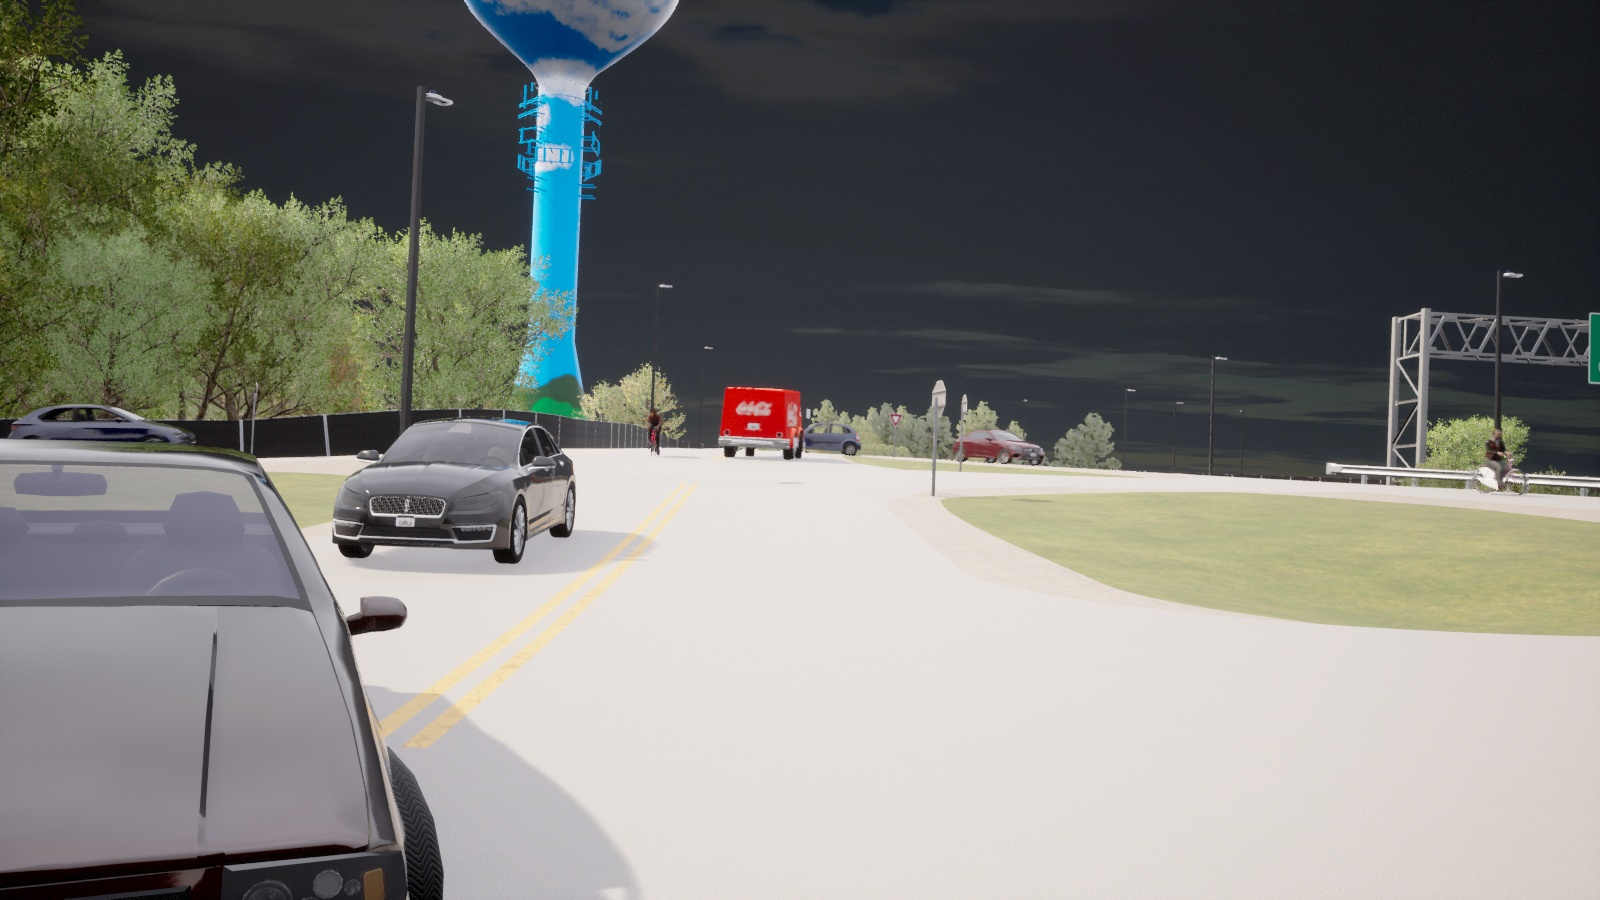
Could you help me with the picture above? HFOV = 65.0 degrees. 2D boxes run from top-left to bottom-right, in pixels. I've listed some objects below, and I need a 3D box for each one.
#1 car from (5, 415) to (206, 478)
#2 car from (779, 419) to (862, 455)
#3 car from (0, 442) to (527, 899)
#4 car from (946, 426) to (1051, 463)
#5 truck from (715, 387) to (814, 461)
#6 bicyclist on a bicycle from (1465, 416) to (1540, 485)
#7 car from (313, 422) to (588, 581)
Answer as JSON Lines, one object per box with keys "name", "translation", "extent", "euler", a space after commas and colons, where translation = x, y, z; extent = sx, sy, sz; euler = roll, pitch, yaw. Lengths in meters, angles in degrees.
{"name": "car", "translation": [-17.875, -0.104, 32.510], "extent": [4.193, 1.474, 1.816], "euler": [-1, 1, -14]}
{"name": "car", "translation": [0.994, -0.643, 63.262], "extent": [3.988, 1.617, 1.851], "euler": [2, -1, -4]}
{"name": "car", "translation": [-2.552, 0.719, 4.461], "extent": [2.033, 1.411, 5.357], "euler": [1, 1, -24]}
{"name": "car", "translation": [8.353, -0.267, 53.261], "extent": [1.812, 1.442, 4.674], "euler": [2, 0, -31]}
{"name": "truck", "translation": [-1.203, -0.925, 45.515], "extent": [2.627, 2.467, 5.204], "euler": [2, 1, 9]}
{"name": "bicyclist on a bicycle", "translation": [18.706, 0.008, 33.478], "extent": [0.659, 1.776, 1.843], "euler": [1, 1, -12]}
{"name": "car", "translation": [-3.826, 0.455, 14.714], "extent": [1.837, 1.490, 4.892], "euler": [1, 2, 0]}
